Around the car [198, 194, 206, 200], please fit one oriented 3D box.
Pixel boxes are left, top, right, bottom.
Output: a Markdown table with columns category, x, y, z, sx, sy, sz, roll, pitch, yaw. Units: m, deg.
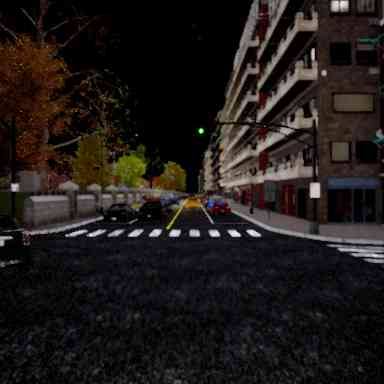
| category | x | y | z | sx | sy | sz | roll | pitch | yaw |
| --- | --- | --- | --- | --- | --- | --- | --- | --- | --- |
| car | 2.740 | 1.358 | 93.797 | 2.192 | 1.841 | 5.009 | 0 | 0 | 0 |

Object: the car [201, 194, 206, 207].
| category | x | y | z | sx | sy | sz | roll | pitch | yaw |
| --- | --- | --- | --- | --- | --- | --- | --- | --- | --- |
| car | 2.718 | 1.432 | 48.756 | 1.967 | 1.590 | 4.097 | 0 | 0 | 0 |

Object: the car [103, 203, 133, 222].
| category | x | y | z | sx | sy | sz | roll | pitch | yaw |
| --- | --- | --- | --- | --- | --- | --- | --- | --- | --- |
| car | -5.673 | 1.554 | 26.239 | 1.947 | 1.339 | 4.313 | 0 | 0 | 0 |

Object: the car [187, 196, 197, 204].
| category | x | y | z | sx | sy | sz | roll | pitch | yaw |
| --- | --- | --- | --- | --- | --- | --- | --- | --- | --- |
| car | 0.036 | 1.567 | 66.198 | 1.994 | 1.385 | 4.181 | 0 | 0 | 0 |

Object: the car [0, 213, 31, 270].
| category | x | y | z | sx | sy | sz | roll | pitch | yaw |
| --- | --- | --- | --- | --- | --- | --- | --- | --- | --- |
| car | -6.788 | 1.286 | 9.649 | 4.553 | 1.767 | 2.097 | 2 | -1 | 31 |

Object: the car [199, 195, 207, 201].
| category | x | y | z | sx | sy | sz | roll | pitch | yaw |
| --- | --- | --- | --- | --- | --- | --- | --- | --- | --- |
| car | 2.735 | 1.463 | 82.536 | 1.967 | 1.590 | 4.097 | 0 | 0 | 0 |

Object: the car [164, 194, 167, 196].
| category | x | y | z | sx | sy | sz | roll | pitch | yaw |
| --- | --- | --- | --- | --- | --- | --- | --- | --- | --- |
| car | -5.657 | 1.439 | 60.021 | 1.967 | 1.590 | 4.097 | 0 | 0 | 0 |

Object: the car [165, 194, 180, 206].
| category | x | y | z | sx | sy | sz | roll | pitch | yaw |
| --- | --- | --- | --- | --- | --- | --- | --- | --- | --- |
| car | -2.995 | 1.543 | 55.309 | 2.033 | 1.411 | 5.357 | 0 | 0 | 1 |

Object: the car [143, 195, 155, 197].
| category | x | y | z | sx | sy | sz | roll | pitch | yaw |
| --- | --- | --- | --- | --- | --- | --- | --- | --- | --- |
| car | -5.665 | 1.304 | 43.130 | 2.192 | 1.841 | 5.009 | 0 | 0 | 0 |

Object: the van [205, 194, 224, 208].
| category | x | y | z | sx | sy | sz | roll | pitch | yaw |
| --- | --- | --- | --- | --- | --- | --- | --- | --- | --- |
| van | 2.713 | 1.329 | 37.496 | 1.690 | 1.788 | 3.998 | 0 | 0 | 0 |

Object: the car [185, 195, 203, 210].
| category | x | y | z | sx | sy | sz | roll | pitch | yaw |
| --- | --- | --- | --- | --- | --- | --- | --- | --- | --- |
| car | 0.121 | 1.467 | 43.592 | 1.882 | 1.535 | 5.008 | 0 | 0 | 0 |

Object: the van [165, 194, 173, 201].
| category | x | y | z | sx | sy | sz | roll | pitch | yaw |
| --- | --- | --- | --- | --- | --- | --- | --- | --- | --- |
| van | -5.645 | 1.364 | 82.540 | 1.690 | 1.788 | 3.998 | 0 | 0 | 0 |

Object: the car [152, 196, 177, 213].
| category | x | y | z | sx | sy | sz | roll | pitch | yaw |
| --- | --- | --- | --- | --- | --- | --- | --- | --- | --- |
| car | -3.062 | 1.535 | 37.018 | 2.033 | 1.411 | 5.357 | 0 | 0 | 0 |

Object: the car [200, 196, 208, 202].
| category | x | y | z | sx | sy | sz | roll | pitch | yaw |
| --- | --- | --- | --- | --- | --- | --- | --- | --- | --- |
| car | 2.731 | 1.560 | 76.907 | 1.887 | 1.381 | 4.507 | 0 | 0 | 0 |

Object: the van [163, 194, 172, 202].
| category | x | y | z | sx | sy | sz | roll | pitch | yaw |
| --- | --- | --- | --- | --- | --- | --- | --- | --- | --- |
| van | -5.649 | 1.356 | 76.911 | 1.690 | 1.788 | 3.998 | 0 | 0 | 0 |

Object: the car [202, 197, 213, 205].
| category | x | y | z | sx | sy | sz | roll | pitch | yaw |
| --- | --- | --- | --- | --- | --- | --- | --- | --- | --- |
| car | 2.723 | 1.544 | 60.016 | 1.887 | 1.381 | 4.507 | 0 | 0 | 0 |

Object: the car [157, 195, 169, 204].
| category | x | y | z | sx | sy | sz | roll | pitch | yaw |
| --- | --- | --- | --- | --- | --- | --- | --- | --- | --- |
| car | -5.653 | 1.443 | 65.651 | 1.967 | 1.590 | 4.097 | 0 | 0 | 0 |

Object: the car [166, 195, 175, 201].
| category | x | y | z | sx | sy | sz | roll | pitch | yaw |
| --- | --- | --- | --- | --- | --- | --- | --- | --- | --- |
| car | -5.643 | 1.583 | 88.170 | 2.008 | 1.369 | 4.403 | 0 | 0 | 0 |

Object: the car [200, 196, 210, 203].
| category | x | y | z | sx | sy | sz | roll | pitch | yaw |
| --- | --- | --- | --- | --- | --- | --- | --- | --- | --- |
| car | 2.729 | 1.559 | 71.277 | 2.008 | 1.369 | 4.403 | 0 | 0 | 0 |

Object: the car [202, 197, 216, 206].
| category | x | y | z | sx | sy | sz | roll | pitch | yaw |
| --- | --- | --- | --- | --- | --- | --- | --- | --- | --- |
| car | 2.720 | 1.546 | 54.386 | 2.008 | 1.369 | 4.403 | 0 | 0 | 0 |

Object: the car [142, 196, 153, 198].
| category | x | y | z | sx | sy | sz | roll | pitch | yaw |
| --- | --- | --- | --- | --- | --- | --- | --- | --- | --- |
| car | -5.667 | 1.513 | 37.331 | 1.752 | 1.417 | 4.829 | 0 | 0 | 0 |

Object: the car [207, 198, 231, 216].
| category | x | y | z | sx | sy | sz | roll | pitch | yaw |
| --- | --- | --- | --- | --- | --- | --- | --- | --- | --- |
| car | 2.710 | 1.532 | 31.865 | 1.887 | 1.381 | 4.507 | 0 | 0 | 0 |

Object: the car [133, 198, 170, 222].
| category | x | y | z | sx | sy | sz | roll | pitch | yaw |
| --- | --- | --- | --- | --- | --- | --- | --- | --- | --- |
| car | -3.076 | 1.465 | 26.436 | 1.882 | 1.535 | 5.008 | 0 | 0 | 0 |
